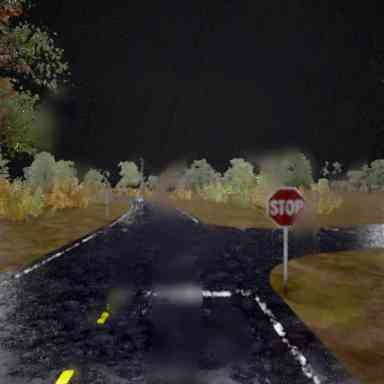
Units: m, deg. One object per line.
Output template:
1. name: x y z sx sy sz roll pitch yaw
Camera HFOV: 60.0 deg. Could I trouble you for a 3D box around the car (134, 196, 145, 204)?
1. car: -10.176 1.460 64.139 2.128 1.511 4.902 0 0 -12
